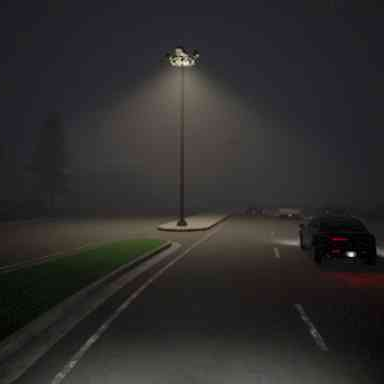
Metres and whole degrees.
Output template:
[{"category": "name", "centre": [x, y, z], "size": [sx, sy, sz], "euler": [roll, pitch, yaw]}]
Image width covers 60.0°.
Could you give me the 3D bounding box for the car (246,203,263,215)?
[{"category": "car", "centre": [7.436, 1.969, 39.588], "size": [1.895, 1.301, 4.718], "euler": [0, -1, 12]}]

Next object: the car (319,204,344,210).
[{"category": "car", "centre": [12.314, 1.808, 29.193], "size": [1.812, 1.442, 4.674], "euler": [0, -1, 12]}]

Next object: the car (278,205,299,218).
[{"category": "car", "centre": [9.592, 1.914, 33.115], "size": [1.895, 1.301, 4.718], "euler": [0, -1, 12]}]

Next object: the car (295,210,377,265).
[{"category": "car", "centre": [5.179, 1.624, 12.299], "size": [1.837, 1.490, 4.892], "euler": [0, -1, 10]}]
